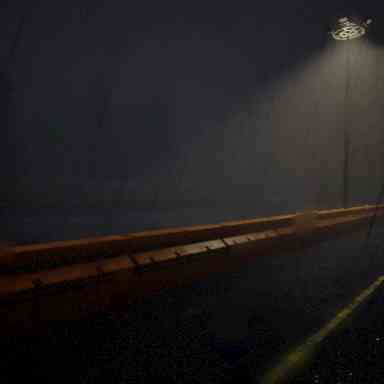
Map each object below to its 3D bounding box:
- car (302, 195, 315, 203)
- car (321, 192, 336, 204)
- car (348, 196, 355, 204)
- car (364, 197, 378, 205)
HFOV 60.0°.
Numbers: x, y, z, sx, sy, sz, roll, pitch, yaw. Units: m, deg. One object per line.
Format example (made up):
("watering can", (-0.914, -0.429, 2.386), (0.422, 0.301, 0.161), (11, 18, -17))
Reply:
("car", (22.396, 1.308, 63.743), (1.837, 1.490, 4.892), (1, 1, 29))
("car", (25.600, 1.089, 62.259), (2.150, 2.045, 5.566), (1, 1, 29))
("car", (28.572, 1.423, 60.473), (2.128, 1.511, 4.902), (1, 1, 30))
("car", (31.738, 1.542, 58.974), (1.994, 1.385, 4.181), (1, 1, 30))
